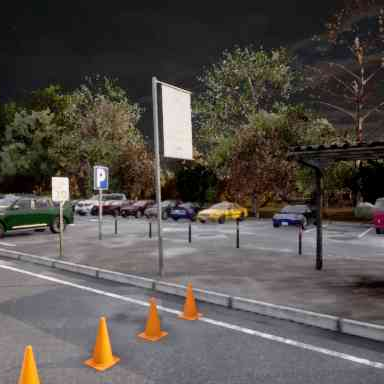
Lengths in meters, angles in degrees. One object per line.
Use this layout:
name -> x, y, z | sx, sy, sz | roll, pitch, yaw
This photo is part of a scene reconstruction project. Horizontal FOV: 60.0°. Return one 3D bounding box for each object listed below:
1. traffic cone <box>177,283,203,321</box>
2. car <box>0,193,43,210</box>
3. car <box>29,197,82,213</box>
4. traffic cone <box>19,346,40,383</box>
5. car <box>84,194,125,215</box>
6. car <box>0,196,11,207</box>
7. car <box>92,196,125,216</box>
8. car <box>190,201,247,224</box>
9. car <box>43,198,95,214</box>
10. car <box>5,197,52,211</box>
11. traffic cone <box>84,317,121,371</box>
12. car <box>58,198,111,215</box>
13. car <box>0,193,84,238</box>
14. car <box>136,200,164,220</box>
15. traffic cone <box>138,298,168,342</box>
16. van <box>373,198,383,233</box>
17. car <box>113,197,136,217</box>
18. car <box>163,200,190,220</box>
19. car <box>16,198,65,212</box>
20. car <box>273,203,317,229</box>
traffic cone -> -0.032, 1.957, 6.030 | 0.340, 0.580, 0.340 | 0, 0, 36
car -> -22.514, 1.152, 42.858 | 2.435, 2.045, 5.566 | 0, 0, 35
car -> -15.579, 1.443, 38.241 | 1.946, 1.575, 5.366 | 0, 0, 35
traffic cone -> -1.758, 1.957, 3.582 | 0.340, 0.580, 0.340 | 0, 0, 35
car -> -8.889, 1.211, 33.274 | 2.435, 2.045, 5.566 | 0, 0, 35
car -> -29.203, 1.331, 47.825 | 1.946, 1.575, 5.366 | 1, 0, 35
car -> -6.599, 1.465, 31.705 | 2.097, 1.535, 5.008 | 0, 0, 35
car -> 2.372, 1.474, 25.162 | 1.946, 1.575, 5.366 | 0, 0, 35
car -> -13.417, 1.454, 36.488 | 2.097, 1.535, 5.008 | 0, 0, 35
car -> -20.213, 1.450, 41.309 | 2.163, 1.488, 4.792 | 0, 0, 35
traffic cone -> -1.182, 1.957, 4.398 | 0.340, 0.580, 0.340 | 0, 0, 35
car -> -11.145, 1.460, 34.889 | 2.231, 1.521, 4.892 | 0, 0, 35
car -> -8.890, 1.220, 17.285 | 2.435, 2.045, 5.566 | 0, 0, 35
car -> -2.057, 1.472, 28.512 | 2.231, 1.521, 4.892 | 0, 0, 35
traffic cone -> -0.607, 1.957, 5.214 | 0.340, 0.580, 0.340 | 0, 0, 35
van -> 11.627, 1.264, 19.022 | 1.878, 1.987, 4.442 | 0, 0, 35
car -> -4.328, 1.468, 30.108 | 2.097, 1.535, 5.008 | 0, 0, 35
car -> 0.226, 1.504, 26.935 | 2.163, 1.488, 4.792 | 0, 0, 35
car -> -17.970, 1.467, 39.660 | 2.163, 1.488, 4.792 | 0, 0, 35
car -> 7.004, 1.513, 22.096 | 2.163, 1.488, 4.792 | 0, 0, 35
